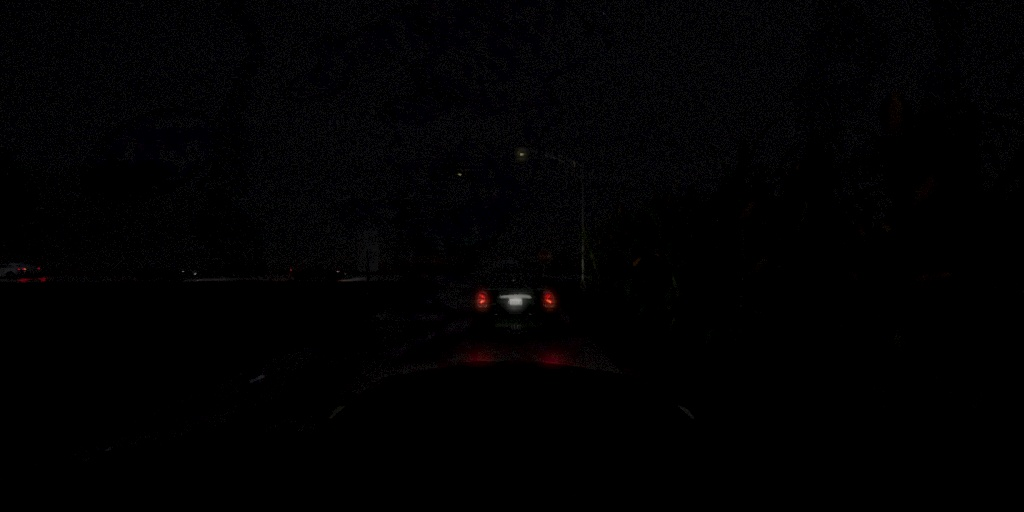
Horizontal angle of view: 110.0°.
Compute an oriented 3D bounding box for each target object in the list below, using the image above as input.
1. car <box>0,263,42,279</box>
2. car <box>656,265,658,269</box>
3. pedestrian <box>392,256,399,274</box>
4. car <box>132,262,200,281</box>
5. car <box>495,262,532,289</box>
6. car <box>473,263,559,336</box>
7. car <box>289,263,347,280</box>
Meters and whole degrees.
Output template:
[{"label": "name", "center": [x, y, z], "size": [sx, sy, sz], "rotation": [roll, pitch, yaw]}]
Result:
[{"label": "car", "center": [-47.850, 1.378, 34.149], "size": [4.674, 1.442, 1.812], "rotation": [-1, 2, 0]}, {"label": "car", "center": [12.702, 1.206, 34.402], "size": [4.674, 1.442, 1.812], "rotation": [0, 2, 0]}, {"label": "pedestrian", "center": [-12.172, 0.936, 37.334], "size": [0.375, 1.860, 0.375], "rotation": [0, 2, 0]}, {"label": "car", "center": [-30.137, 1.296, 31.306], "size": [4.902, 1.511, 2.128], "rotation": [0, 2, 0]}, {"label": "car", "center": [0.098, 1.203, 23.492], "size": [2.128, 1.511, 4.902], "rotation": [0, 0, 0]}, {"label": "car", "center": [0.097, 1.085, 10.485], "size": [2.097, 1.767, 4.553], "rotation": [0, 0, 0]}, {"label": "car", "center": [-16.912, 1.294, 31.350], "size": [4.674, 1.442, 1.812], "rotation": [0, 2, 0]}]
